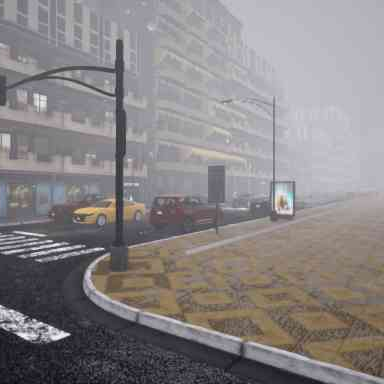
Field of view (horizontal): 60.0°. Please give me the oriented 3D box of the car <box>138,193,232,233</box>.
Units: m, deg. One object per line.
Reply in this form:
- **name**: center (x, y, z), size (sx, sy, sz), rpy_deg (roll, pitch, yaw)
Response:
- **car**: center (-0.170, 1.026, 17.724), size (2.192, 1.841, 5.009), rpy_deg (1, 2, 35)

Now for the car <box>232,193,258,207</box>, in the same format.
- **car**: center (6.080, 0.842, 36.812), size (1.837, 1.490, 4.892), rpy_deg (0, 1, 35)

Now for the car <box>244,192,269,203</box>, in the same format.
- **car**: center (8.792, 0.754, 45.214), size (1.802, 1.307, 4.206), rpy_deg (2, 2, 35)

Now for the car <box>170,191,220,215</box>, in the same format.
- **car**: center (0.339, 0.878, 28.601), size (2.097, 1.767, 4.553), rpy_deg (0, 1, 35)

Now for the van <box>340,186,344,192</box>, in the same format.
- **van**: center (37.362, -0.446, 86.137), size (1.690, 1.788, 3.998), rpy_deg (2, 2, 35)

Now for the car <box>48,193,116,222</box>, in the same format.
- **car**: center (-7.076, 1.010, 22.469), size (2.192, 1.841, 5.009), rpy_deg (1, 2, 35)

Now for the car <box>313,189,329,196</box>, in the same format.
- **car**: center (27.838, -0.025, 72.497), size (1.967, 1.590, 4.097), rpy_deg (2, 2, 35)

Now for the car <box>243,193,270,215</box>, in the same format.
- **car**: center (6.178, 1.069, 26.827), size (1.947, 1.339, 4.313), rpy_deg (1, 2, 35)

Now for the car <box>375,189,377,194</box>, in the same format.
- **car**: center (44.277, -0.221, 81.411), size (2.008, 1.369, 4.403), rpy_deg (1, 2, 35)

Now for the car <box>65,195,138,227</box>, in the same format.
- **car**: center (-5.045, 1.180, 20.880), size (1.882, 1.535, 5.008), rpy_deg (0, 1, 34)

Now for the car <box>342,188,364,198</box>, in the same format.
- **car**: center (28.403, 0.308, 58.668), size (1.887, 1.381, 4.507), rpy_deg (1, 2, 35)

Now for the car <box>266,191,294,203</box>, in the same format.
- **car**: center (12.084, 0.631, 45.338), size (2.128, 1.511, 4.902), rpy_deg (0, 1, 35)

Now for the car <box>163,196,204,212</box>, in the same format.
- **car**: center (-0.730, 1.069, 31.572), size (1.802, 1.307, 4.206), rpy_deg (2, 2, 35)

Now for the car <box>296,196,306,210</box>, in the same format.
- **car**: center (9.353, 0.965, 31.376), size (1.947, 1.339, 4.313), rpy_deg (1, 2, 35)

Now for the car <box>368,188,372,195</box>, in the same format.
- **car**: center (34.753, 0.095, 67.765), size (1.887, 1.381, 4.507), rpy_deg (1, 2, 35)

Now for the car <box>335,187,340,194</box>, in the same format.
- **car**: center (34.187, -0.240, 81.593), size (1.967, 1.590, 4.097), rpy_deg (2, 2, 35)

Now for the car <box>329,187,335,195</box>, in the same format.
- **car**: center (31.012, -0.027, 77.048), size (1.887, 1.381, 4.507), rpy_deg (2, 2, 35)

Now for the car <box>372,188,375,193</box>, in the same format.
- **car**: center (37.928, -0.012, 72.314), size (1.887, 1.381, 4.507), rpy_deg (1, 2, 35)

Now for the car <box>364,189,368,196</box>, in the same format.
- **car**: center (31.578, 0.098, 63.213), size (1.967, 1.590, 4.097), rpy_deg (1, 2, 35)

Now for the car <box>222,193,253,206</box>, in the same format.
- **car**: center (5.619, 0.828, 40.667), size (2.008, 1.369, 4.403), rpy_deg (2, 2, 35)
